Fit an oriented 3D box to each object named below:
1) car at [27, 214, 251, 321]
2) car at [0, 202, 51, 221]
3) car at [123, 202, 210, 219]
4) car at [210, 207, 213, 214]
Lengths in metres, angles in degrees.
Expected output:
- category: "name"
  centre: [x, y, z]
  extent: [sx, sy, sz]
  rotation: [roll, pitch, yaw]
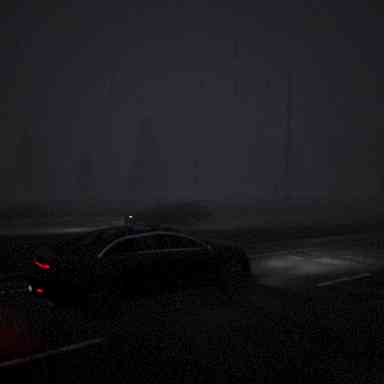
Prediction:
- category: "car"
  centre: [-0.851, 1.470, 7.230]
  extent: [4.902, 1.511, 2.128]
  rotation: [0, 0, -34]
- category: "car"
  centre: [-13.040, 1.496, 25.405]
  extent: [4.181, 1.385, 1.994]
  rotation: [0, 0, -7]
- category: "car"
  centre: [-1.731, 1.431, 20.521]
  extent: [4.902, 1.511, 2.128]
  rotation: [0, 0, -15]
- category: "car"
  centre: [-0.754, 1.454, 24.389]
  extent: [4.674, 1.442, 1.812]
  rotation: [0, 0, -16]
